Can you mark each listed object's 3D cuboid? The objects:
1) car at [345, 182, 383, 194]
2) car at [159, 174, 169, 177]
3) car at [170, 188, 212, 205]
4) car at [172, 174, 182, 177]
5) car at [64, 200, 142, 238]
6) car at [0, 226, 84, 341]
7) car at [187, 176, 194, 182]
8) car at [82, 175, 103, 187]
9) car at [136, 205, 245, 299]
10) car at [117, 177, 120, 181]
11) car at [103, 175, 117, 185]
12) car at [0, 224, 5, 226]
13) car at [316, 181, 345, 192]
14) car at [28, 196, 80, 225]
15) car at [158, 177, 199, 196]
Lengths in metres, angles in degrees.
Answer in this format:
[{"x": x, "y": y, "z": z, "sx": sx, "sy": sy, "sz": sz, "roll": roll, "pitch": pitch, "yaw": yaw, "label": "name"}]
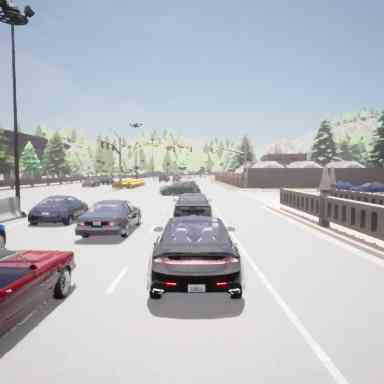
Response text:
[{"x": 20.809, "y": -0.399, "z": 38.552, "sx": 4.674, "sy": 1.442, "sz": 1.812, "roll": 0, "pitch": 3, "yaw": 2, "label": "car"}, {"x": -7.436, "y": -3.616, "z": 86.986, "sx": 2.150, "sy": 2.045, "sz": 5.566, "roll": 0, "pitch": 3, "yaw": 0, "label": "car"}, {"x": 0.025, "y": 0.814, "z": 17.464, "sx": 1.882, "sy": 1.535, "sz": 5.008, "roll": 0, "pitch": 3, "yaw": -1, "label": "car"}, {"x": -3.936, "y": -3.617, "z": 87.004, "sx": 2.150, "sy": 2.045, "sz": 5.566, "roll": 0, "pitch": 3, "yaw": 0, "label": "car"}, {"x": -3.465, "y": 1.049, "z": 14.626, "sx": 2.033, "sy": 1.411, "sz": 5.357, "roll": 0, "pitch": 3, "yaw": 0, "label": "car"}, {"x": -3.421, "y": 1.527, "z": 5.110, "sx": 1.895, "sy": 1.301, "sz": 4.718, "roll": 0, "pitch": 1, "yaw": 0, "label": "car"}, {"x": -0.471, "y": -3.704, "z": 93.697, "sx": 1.812, "sy": 1.442, "sz": 4.674, "roll": 0, "pitch": 3, "yaw": 0, "label": "car"}, {"x": -17.855, "y": -1.795, "z": 58.963, "sx": 2.097, "sy": 1.767, "sz": 4.553, "roll": 0, "pitch": 3, "yaw": 0, "label": "car"}, {"x": 0.068, "y": 1.327, "z": 8.043, "sx": 2.128, "sy": 1.511, "sz": 4.902, "roll": 0, "pitch": 2, "yaw": 0, "label": "car"}, {"x": -17.895, "y": -2.821, "z": 78.968, "sx": 1.812, "sy": 1.442, "sz": 4.674, "roll": 0, "pitch": 3, "yaw": 0, "label": "car"}, {"x": -17.843, "y": -2.515, "z": 68.858, "sx": 2.150, "sy": 2.045, "sz": 5.566, "roll": 0, "pitch": 3, "yaw": 0, "label": "car"}, {"x": -6.937, "y": 1.282, "z": 8.831, "sx": 1.882, "sy": 1.535, "sz": 5.008, "roll": 0, "pitch": 2, "yaw": 0, "label": "car"}, {"x": 18.175, "y": -0.613, "z": 42.135, "sx": 4.674, "sy": 1.442, "sz": 1.812, "roll": 0, "pitch": 3, "yaw": 2, "label": "car"}, {"x": -6.980, "y": 0.878, "z": 17.804, "sx": 1.994, "sy": 1.385, "sz": 4.181, "roll": 0, "pitch": 3, "yaw": 0, "label": "car"}, {"x": -1.424, "y": -0.481, "z": 37.034, "sx": 4.553, "sy": 1.767, "sz": 2.097, "roll": -1, "pitch": 4, "yaw": -16, "label": "car"}]
